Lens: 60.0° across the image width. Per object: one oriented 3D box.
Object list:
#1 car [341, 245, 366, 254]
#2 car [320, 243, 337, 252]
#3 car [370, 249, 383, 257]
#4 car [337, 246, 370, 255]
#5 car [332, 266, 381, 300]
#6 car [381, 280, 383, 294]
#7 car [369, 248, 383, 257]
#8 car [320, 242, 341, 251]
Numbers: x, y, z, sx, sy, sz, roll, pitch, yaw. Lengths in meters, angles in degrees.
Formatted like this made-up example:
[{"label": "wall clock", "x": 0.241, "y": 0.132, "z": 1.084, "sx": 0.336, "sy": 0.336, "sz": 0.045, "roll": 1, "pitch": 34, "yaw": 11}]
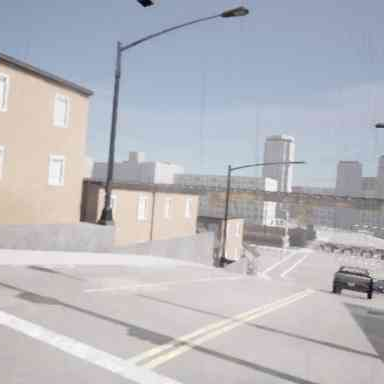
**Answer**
[{"label": "car", "x": 34.989, "y": 12.405, "z": 71.918, "sx": 4.536, "sy": 1.218, "sz": 1.853, "roll": 4, "pitch": 0, "yaw": -7}, {"label": "car", "x": 30.911, "y": 12.268, "z": 74.153, "sx": 2.038, "sy": 1.542, "sz": 4.974, "roll": 4, "pitch": 0, "yaw": -17}, {"label": "car", "x": 39.979, "y": 12.930, "z": 69.975, "sx": 2.038, "sy": 1.542, "sz": 4.974, "roll": 5, "pitch": 0, "yaw": -32}, {"label": "car", "x": 34.925, "y": 12.559, "z": 71.910, "sx": 4.974, "sy": 1.542, "sz": 2.038, "roll": 4, "pitch": 0, "yaw": -7}, {"label": "car", "x": 8.860, "y": 4.883, "z": 18.190, "sx": 2.128, "sy": 1.511, "sz": 4.902, "roll": 4, "pitch": -13, "yaw": 29}, {"label": "car", "x": 24.040, "y": 11.680, "z": 41.313, "sx": 4.181, "sy": 1.385, "sz": 1.994, "roll": 4, "pitch": -1, "yaw": -24}, {"label": "car", "x": 39.963, "y": 12.771, "z": 70.020, "sx": 1.853, "sy": 1.218, "sz": 4.536, "roll": 5, "pitch": 0, "yaw": -32}, {"label": "car", "x": 30.907, "y": 12.110, "z": 74.204, "sx": 1.853, "sy": 1.218, "sz": 4.536, "roll": 4, "pitch": 0, "yaw": -17}]
